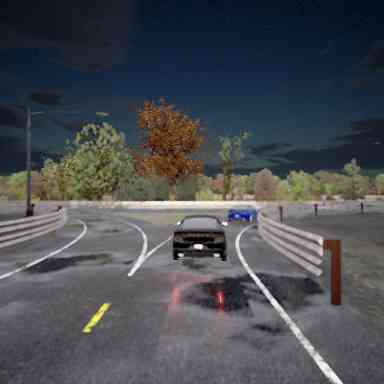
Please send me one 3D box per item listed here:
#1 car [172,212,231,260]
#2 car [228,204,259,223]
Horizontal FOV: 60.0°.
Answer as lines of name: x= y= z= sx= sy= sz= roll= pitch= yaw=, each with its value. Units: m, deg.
car: x=0.391 y=1.644 z=13.229 sx=1.882 sy=1.535 sz=5.008 roll=0 pitch=-1 yaw=4
car: x=4.733 y=1.849 z=29.637 sx=1.882 sy=1.535 sz=5.008 roll=0 pitch=-1 yaw=25
